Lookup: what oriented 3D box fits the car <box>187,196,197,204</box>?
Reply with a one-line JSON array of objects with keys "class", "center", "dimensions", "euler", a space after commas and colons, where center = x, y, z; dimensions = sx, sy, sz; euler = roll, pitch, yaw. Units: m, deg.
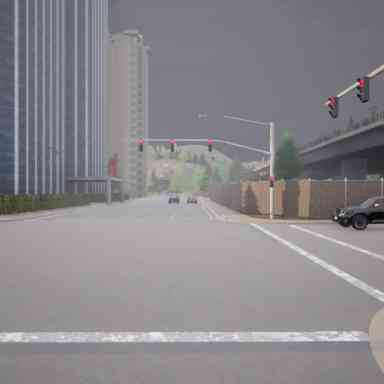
[{"class": "car", "center": [0.009, 1.564, 64.585], "dimensions": [1.994, 1.385, 4.181], "euler": [0, 0, 0]}]

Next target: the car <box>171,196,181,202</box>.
[{"class": "car", "center": [-3.603, 1.540, 74.406], "dimensions": [2.033, 1.411, 5.357], "euler": [0, 0, 0]}]

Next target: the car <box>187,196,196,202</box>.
[{"class": "car", "center": [-0.104, 1.595, 74.547], "dimensions": [1.895, 1.301, 4.718], "euler": [0, 0, 0]}]

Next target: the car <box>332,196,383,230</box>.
[{"class": "car", "center": [11.816, 1.277, 20.920], "dimensions": [5.566, 2.045, 2.150], "euler": [0, 0, 0]}]

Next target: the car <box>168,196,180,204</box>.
[{"class": "car", "center": [-3.492, 1.478, 64.188], "dimensions": [1.882, 1.535, 5.008], "euler": [0, 0, 0]}]
